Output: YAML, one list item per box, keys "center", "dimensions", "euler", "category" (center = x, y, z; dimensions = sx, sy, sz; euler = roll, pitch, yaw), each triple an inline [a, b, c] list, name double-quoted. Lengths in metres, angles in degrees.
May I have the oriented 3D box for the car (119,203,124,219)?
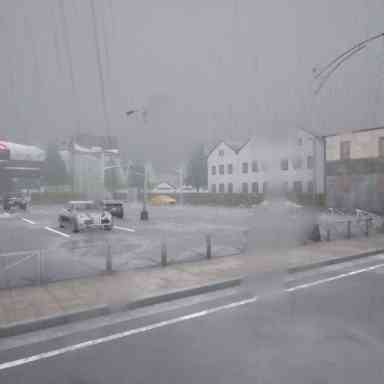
- center: [-6.810, 1.313, 25.488]
  dimensions: [2.007, 1.523, 4.514]
  euler: [0, 0, -36]
  category: "car"

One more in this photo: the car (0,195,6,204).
- center: [-39.548, 1.495, 65.854]
  dimensions: [4.611, 1.667, 2.242]
  euler: [0, 0, -36]
  category: "car"

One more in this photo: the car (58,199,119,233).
- center: [-5.683, 1.248, 17.625]
  dimensions: [1.970, 1.475, 3.806]
  euler: [0, 0, -36]
  category: "car"

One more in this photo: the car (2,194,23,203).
- center: [-39.319, 1.328, 72.983]
  dimensions: [3.866, 1.878, 1.905]
  euler: [0, 0, -36]
  category: "car"

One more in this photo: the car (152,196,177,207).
- center: [-4.058, 1.301, 48.135]
  dimensions: [1.882, 1.535, 5.008]
  euler: [0, 0, -35]
  category: "car"

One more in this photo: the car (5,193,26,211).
- center: [-20.193, 1.092, 37.895]
  dimensions: [1.905, 1.878, 3.866]
  euler: [0, 0, -36]
  category: "car"

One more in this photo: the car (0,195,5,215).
- center: [-18.283, 1.113, 29.585]
  dimensions: [1.932, 1.855, 4.605]
  euler: [0, 0, -36]
  category: "car"

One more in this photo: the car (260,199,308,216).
- center: [8.379, 1.350, 30.609]
  dimensions: [1.812, 1.442, 4.674]
  euler: [0, 0, -36]
  category: "car"
